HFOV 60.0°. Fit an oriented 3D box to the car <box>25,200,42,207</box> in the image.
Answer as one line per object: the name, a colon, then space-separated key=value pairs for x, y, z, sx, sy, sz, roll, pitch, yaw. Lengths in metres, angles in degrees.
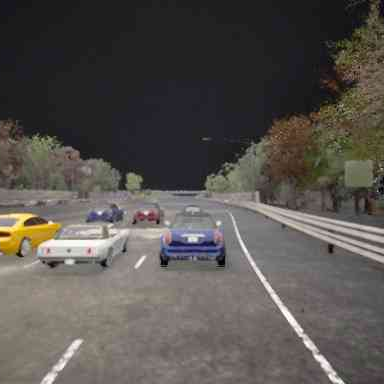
car: x=-28.031 y=2.214 z=59.462 sx=1.812 sy=1.442 sz=4.674 roll=0 pitch=-1 yaw=1

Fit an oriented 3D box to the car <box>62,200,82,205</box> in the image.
car: x=-21.035 y=2.199 z=59.994 sx=1.837 sy=1.490 sz=4.892 roll=0 pitch=-1 yaw=1

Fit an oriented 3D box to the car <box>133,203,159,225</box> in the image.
car: x=-3.460 y=1.655 z=27.219 sx=2.097 sy=1.767 sz=4.553 roll=0 pitch=-1 yaw=0

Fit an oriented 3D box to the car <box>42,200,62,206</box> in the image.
car: x=-24.532 y=2.197 z=59.912 sx=1.837 sy=1.490 sz=4.892 roll=0 pitch=0 yaw=1

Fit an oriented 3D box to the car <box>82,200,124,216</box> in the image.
car: x=-6.961 y=1.655 z=27.224 sx=2.097 sy=1.767 sz=4.553 roll=0 pitch=-1 yaw=0

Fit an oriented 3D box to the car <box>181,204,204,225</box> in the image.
car: x=0.046 y=1.839 z=28.072 sx=1.812 sy=1.442 sz=4.674 roll=0 pitch=0 yaw=0

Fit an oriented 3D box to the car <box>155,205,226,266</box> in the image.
car: x=0.043 y=1.486 z=12.221 sx=2.097 sy=1.767 sz=4.553 roll=0 pitch=-1 yaw=0

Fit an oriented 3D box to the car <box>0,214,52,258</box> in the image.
car: x=-6.947 y=1.626 z=13.474 sx=1.882 sy=1.535 sz=5.008 roll=0 pitch=0 yaw=0

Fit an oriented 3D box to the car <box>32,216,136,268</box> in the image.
car: x=-3.461 y=1.730 z=11.696 sx=1.895 sy=1.301 sz=4.718 roll=0 pitch=-1 yaw=0

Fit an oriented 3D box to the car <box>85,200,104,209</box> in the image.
car: x=-17.541 y=2.202 z=60.154 sx=1.837 sy=1.490 sz=4.892 roll=0 pitch=-1 yaw=1
